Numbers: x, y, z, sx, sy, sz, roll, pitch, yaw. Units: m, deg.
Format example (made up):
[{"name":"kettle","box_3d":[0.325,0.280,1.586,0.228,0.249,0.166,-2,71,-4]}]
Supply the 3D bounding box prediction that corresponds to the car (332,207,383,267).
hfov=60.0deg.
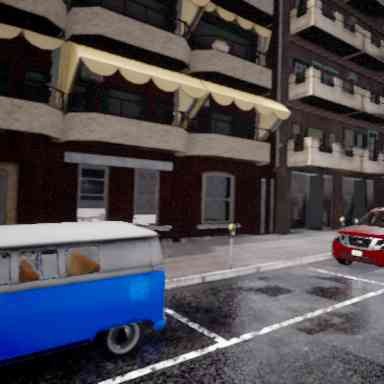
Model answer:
[{"name":"car","box_3d":[6.720,1.438,10.868,5.009,1.841,2.192,1,1,-35]}]

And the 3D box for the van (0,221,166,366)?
[{"name":"van","box_3d":[-2.282,1.348,4.442,3.998,1.788,1.690,1,1,-35]}]
